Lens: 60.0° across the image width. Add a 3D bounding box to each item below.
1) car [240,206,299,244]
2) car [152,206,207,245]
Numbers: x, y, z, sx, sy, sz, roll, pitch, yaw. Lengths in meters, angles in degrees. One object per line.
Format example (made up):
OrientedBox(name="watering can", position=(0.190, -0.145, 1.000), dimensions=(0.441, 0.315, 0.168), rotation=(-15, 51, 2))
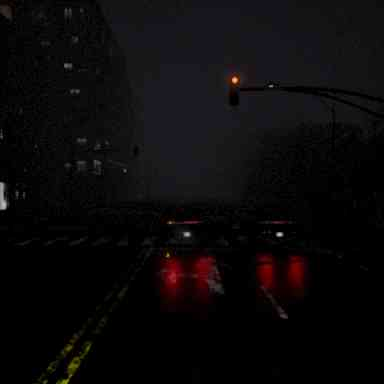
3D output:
OrientedBox(name="car", position=(3.318, 1.353, 14.944), dimensions=(2.128, 1.511, 4.902), rotation=(0, 1, 0))
OrientedBox(name="car", position=(-0.662, 1.354, 14.883), dimensions=(2.128, 1.511, 4.902), rotation=(0, 1, -11))
